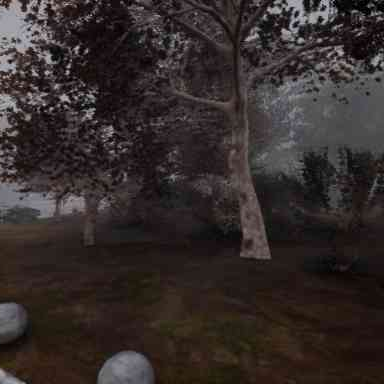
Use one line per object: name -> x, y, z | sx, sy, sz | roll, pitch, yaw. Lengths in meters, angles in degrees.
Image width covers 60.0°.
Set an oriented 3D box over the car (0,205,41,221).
car -> -15.706, 1.837, 30.047 | 1.994, 1.385, 4.181 | -1, 1, 15
